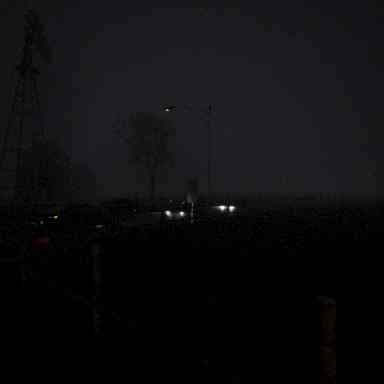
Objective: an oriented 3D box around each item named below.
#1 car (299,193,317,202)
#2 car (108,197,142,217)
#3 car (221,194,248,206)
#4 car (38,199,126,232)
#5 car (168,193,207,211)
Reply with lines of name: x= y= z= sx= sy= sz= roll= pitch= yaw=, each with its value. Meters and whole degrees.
car: x=19.287 y=0.829 z=55.006 sx=1.994 sy=1.385 sz=4.181 roll=1 pitch=1 yaw=35
car: x=-6.023 y=1.206 z=25.676 sx=1.837 sy=1.490 sz=4.892 roll=1 pitch=2 yaw=35
car: x=5.388 y=1.005 z=41.778 sx=1.994 sy=1.385 sz=4.181 roll=1 pitch=2 yaw=35
car: x=-6.311 y=1.371 z=18.963 sx=1.812 sy=1.442 sz=4.674 roll=2 pitch=2 yaw=39
car: x=-0.383 y=0.925 z=33.629 sx=2.097 sy=1.767 sz=4.553 roll=1 pitch=2 yaw=35
